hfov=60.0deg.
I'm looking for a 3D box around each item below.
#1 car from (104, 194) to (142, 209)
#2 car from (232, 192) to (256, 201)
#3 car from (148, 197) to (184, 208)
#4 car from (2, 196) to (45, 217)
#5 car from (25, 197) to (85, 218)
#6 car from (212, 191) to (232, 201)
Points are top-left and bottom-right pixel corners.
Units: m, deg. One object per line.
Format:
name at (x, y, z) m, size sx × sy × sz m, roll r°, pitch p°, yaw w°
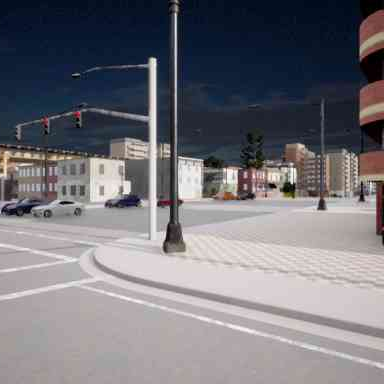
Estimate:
car at (-8.176, 1.071, 39.544) m, size 2.097 × 1.767 × 4.553 m, roll 0°, pitch 1°, yaw 37°
car at (9.221, 0.815, 56.953) m, size 1.837 × 1.490 × 4.892 m, roll 0°, pitch 1°, yaw 37°
car at (-3.133, 1.249, 40.466) m, size 1.895 × 1.301 × 4.718 m, roll 0°, pitch 1°, yaw 37°
car at (-14.854, 1.231, 30.547) m, size 2.097 × 1.767 × 4.553 m, roll 0°, pitch 1°, yaw 37°
car at (-11.607, 1.393, 29.080) m, size 1.812 × 1.442 × 4.674 m, roll 0°, pitch 1°, yaw 37°
car at (5.424, 0.666, 57.738) m, size 2.097 × 1.767 × 4.553 m, roll 0°, pitch 1°, yaw 37°
